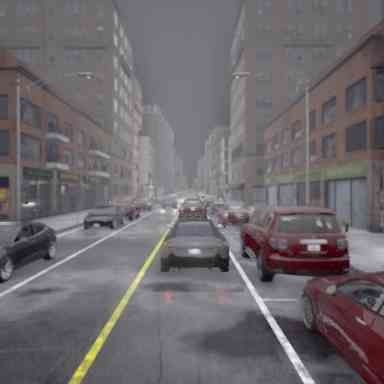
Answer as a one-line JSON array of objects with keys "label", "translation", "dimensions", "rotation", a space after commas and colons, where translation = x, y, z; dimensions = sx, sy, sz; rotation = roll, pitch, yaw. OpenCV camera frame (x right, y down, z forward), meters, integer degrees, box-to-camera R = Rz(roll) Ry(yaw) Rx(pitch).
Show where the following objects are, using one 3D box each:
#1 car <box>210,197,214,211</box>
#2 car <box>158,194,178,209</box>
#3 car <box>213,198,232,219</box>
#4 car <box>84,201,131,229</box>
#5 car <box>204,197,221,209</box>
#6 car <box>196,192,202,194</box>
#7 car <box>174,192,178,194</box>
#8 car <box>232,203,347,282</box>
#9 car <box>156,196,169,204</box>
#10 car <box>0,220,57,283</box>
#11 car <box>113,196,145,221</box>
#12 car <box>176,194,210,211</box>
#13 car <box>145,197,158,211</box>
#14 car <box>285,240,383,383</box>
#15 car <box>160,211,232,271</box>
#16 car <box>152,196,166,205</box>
[{"label": "car", "translation": [2.633, 1.451, 32.315], "dimensions": [2.008, 1.369, 4.403], "rotation": [0, 0, 0]}, {"label": "car", "translation": [-2.843, 1.373, 42.099], "dimensions": [1.837, 1.490, 4.892], "rotation": [0, 0, 0]}, {"label": "car", "translation": [2.635, 1.376, 20.952], "dimensions": [1.967, 1.590, 4.097], "rotation": [0, 0, 0]}, {"label": "car", "translation": [-5.390, 1.501, 20.947], "dimensions": [1.947, 1.339, 4.313], "rotation": [0, 0, 0]}, {"label": "car", "translation": [2.632, 1.430, 43.678], "dimensions": [1.947, 1.339, 4.313], "rotation": [0, 0, 0]}, {"label": "car", "translation": [2.627, 1.249, 93.003], "dimensions": [2.008, 1.369, 4.403], "rotation": [0, 0, 0]}, {"label": "car", "translation": [-5.402, 1.268, 87.595], "dimensions": [2.008, 1.369, 4.403], "rotation": [0, 0, 0]}, {"label": "car", "translation": [2.637, 1.286, 9.590], "dimensions": [2.192, 1.841, 5.009], "rotation": [0, 0, 0]}, {"label": "car", "translation": [-5.396, 1.359, 60.719], "dimensions": [2.008, 1.369, 4.403], "rotation": [0, 0, 0]}, {"label": "car", "translation": [-5.388, 1.537, 9.583], "dimensions": [1.947, 1.339, 4.313], "rotation": [0, 0, 0]}, {"label": "car", "translation": [-5.391, 1.233, 26.628], "dimensions": [2.192, 1.841, 5.009], "rotation": [0, 0, 0]}, {"label": "car", "translation": [0.081, 1.271, 26.369], "dimensions": [2.097, 1.767, 4.553], "rotation": [0, 0, 0]}, {"label": "car", "translation": [-5.392, 1.322, 37.992], "dimensions": [1.967, 1.590, 4.097], "rotation": [0, 0, 0]}, {"label": "car", "translation": [2.637, 1.571, 3.909], "dimensions": [1.802, 1.307, 4.206], "rotation": [0, 0, 0]}, {"label": "car", "translation": [0.081, 1.532, 10.788], "dimensions": [1.994, 1.385, 4.181], "rotation": [0, 0, 0]}, {"label": "car", "translation": [-5.395, 1.409, 55.037], "dimensions": [1.802, 1.307, 4.206], "rotation": [0, 0, 0]}]
